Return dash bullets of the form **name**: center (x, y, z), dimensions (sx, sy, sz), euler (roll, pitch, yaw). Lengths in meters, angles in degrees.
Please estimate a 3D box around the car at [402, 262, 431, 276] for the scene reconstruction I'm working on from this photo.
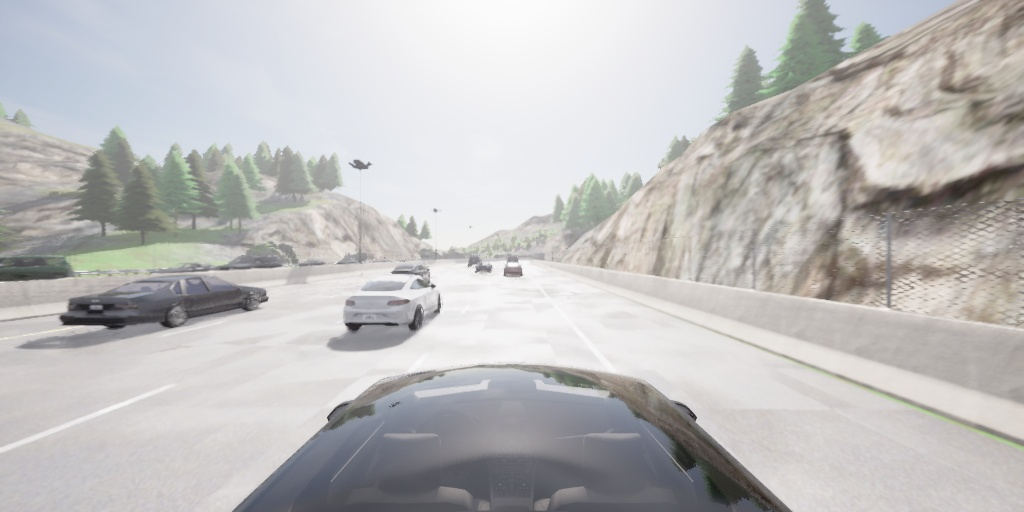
- **car**: center (-10.391, 1.365, 39.248), dimensions (1.895, 1.301, 4.718), euler (0, 0, 0)

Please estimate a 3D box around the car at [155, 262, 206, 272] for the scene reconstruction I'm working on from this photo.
- **car**: center (-24.572, 1.249, 27.378), dimensions (2.128, 1.511, 4.902), euler (0, 0, 0)

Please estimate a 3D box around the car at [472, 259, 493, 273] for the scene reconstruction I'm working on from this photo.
- **car**: center (-3.401, 1.367, 44.474), dimensions (1.895, 1.301, 4.718), euler (0, 0, 0)

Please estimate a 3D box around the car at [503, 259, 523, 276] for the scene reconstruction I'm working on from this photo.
- **car**: center (0.110, 1.328, 37.811), dimensions (1.994, 1.385, 4.181), euler (0, 0, 0)

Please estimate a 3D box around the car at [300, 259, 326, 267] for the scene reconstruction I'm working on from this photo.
- **car**: center (-31.496, 1.236, 56.792), dimensions (1.882, 1.535, 5.008), euler (0, 0, 0)

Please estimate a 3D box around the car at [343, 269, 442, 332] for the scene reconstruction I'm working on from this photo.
- **car**: center (-3.383, 1.279, 10.806), dimensions (1.812, 1.442, 4.674), euler (0, 0, 0)

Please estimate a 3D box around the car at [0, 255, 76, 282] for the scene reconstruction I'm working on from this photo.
- **car**: center (-28.078, 0.980, 19.761), dimensions (2.150, 2.045, 5.566), euler (0, 0, 0)

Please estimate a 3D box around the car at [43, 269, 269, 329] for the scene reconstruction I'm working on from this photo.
- **car**: center (-10.215, 1.301, 11.272), dimensions (2.033, 1.411, 5.357), euler (0, 0, -1)

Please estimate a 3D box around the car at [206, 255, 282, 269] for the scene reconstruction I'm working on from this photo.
- **car**: center (-21.073, 0.980, 28.988), dimensions (2.150, 2.045, 5.566), euler (0, 0, 0)

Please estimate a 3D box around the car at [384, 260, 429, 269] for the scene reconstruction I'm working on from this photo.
- **car**: center (-6.894, 1.264, 24.706), dimensions (1.837, 1.490, 4.892), euler (0, 0, 0)
